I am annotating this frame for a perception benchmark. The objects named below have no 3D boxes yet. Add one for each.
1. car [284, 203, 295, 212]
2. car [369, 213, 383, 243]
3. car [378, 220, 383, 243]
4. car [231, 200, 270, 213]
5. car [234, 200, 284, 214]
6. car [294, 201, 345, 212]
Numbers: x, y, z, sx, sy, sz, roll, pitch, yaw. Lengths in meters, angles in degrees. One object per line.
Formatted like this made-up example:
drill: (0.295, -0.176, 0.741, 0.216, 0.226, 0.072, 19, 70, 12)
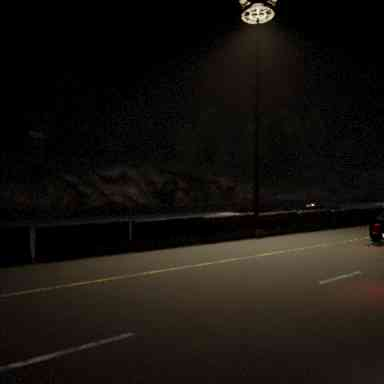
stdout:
car: (11.477, 1.670, 34.156, 5.357, 1.411, 2.033, 0, 0, -36)
car: (10.143, 1.594, 15.561, 4.892, 1.490, 1.837, 0, 0, -36)
car: (7.403, 1.543, 9.213, 5.008, 1.535, 1.882, 0, 0, -36)
car: (7.040, 1.677, 39.581, 4.674, 1.442, 1.812, 0, 0, -36)
car: (7.142, 1.623, 35.317, 5.008, 1.535, 1.882, 0, 0, -36)
car: (11.716, 1.717, 29.991, 4.718, 1.301, 1.895, 0, 0, -36)
